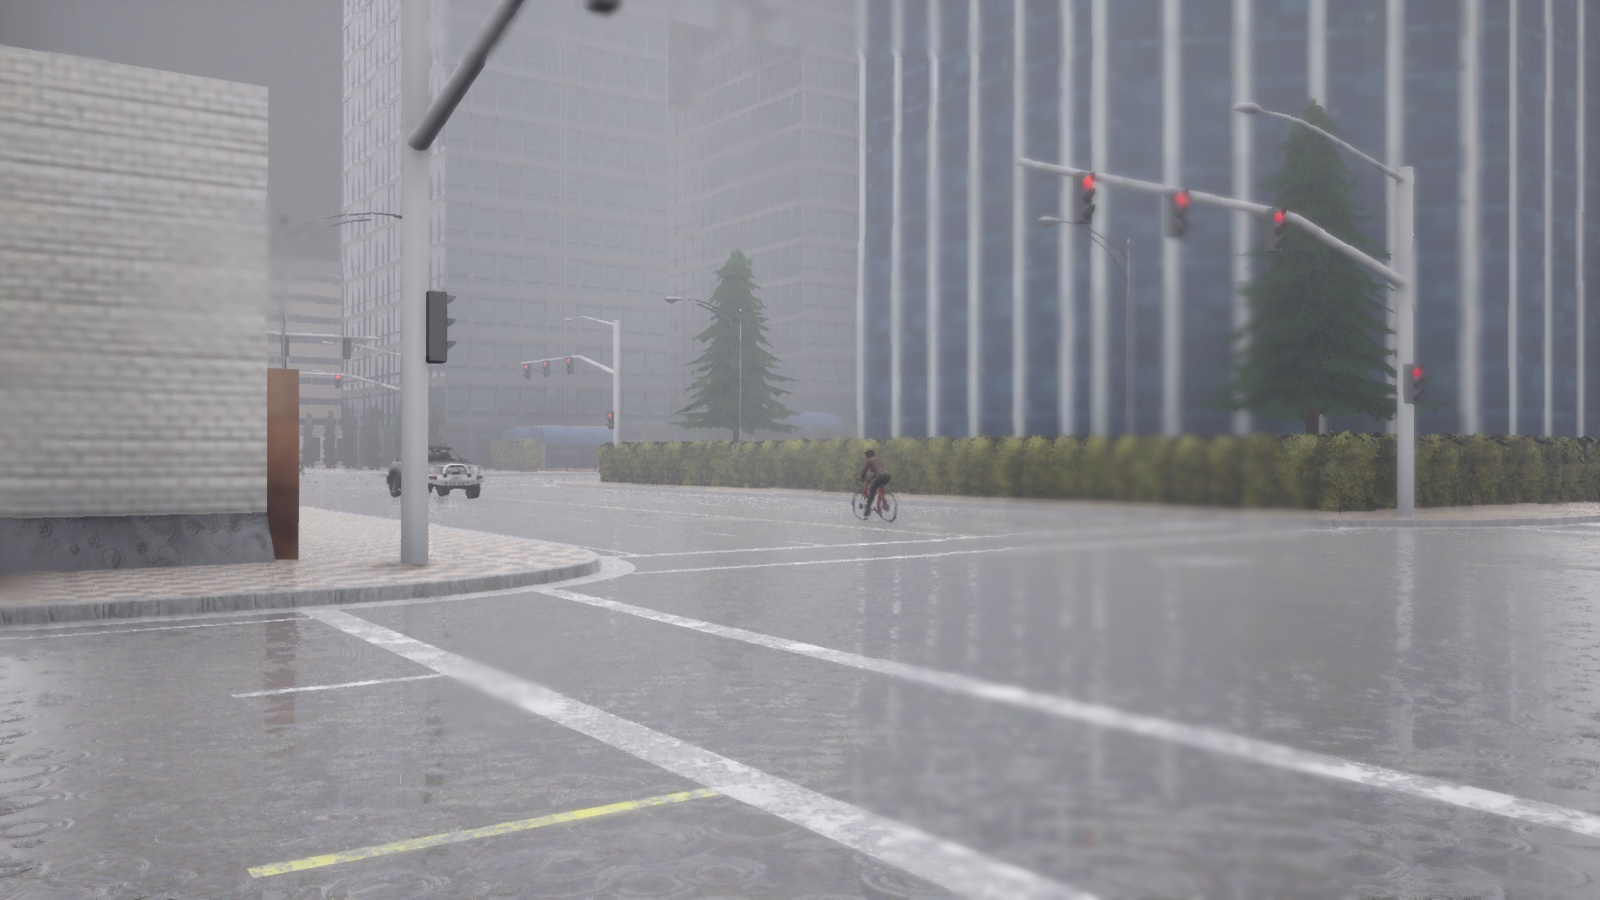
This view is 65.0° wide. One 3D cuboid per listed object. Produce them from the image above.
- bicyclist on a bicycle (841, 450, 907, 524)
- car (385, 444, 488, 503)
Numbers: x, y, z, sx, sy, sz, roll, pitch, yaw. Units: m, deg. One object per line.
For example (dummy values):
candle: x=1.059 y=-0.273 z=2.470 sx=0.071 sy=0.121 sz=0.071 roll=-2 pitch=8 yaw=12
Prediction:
bicyclist on a bicycle: x=1.654 y=0.819 z=28.410 sx=0.582 sy=1.620 sz=1.656 roll=0 pitch=0 yaw=-35
car: x=-12.271 y=0.746 z=42.201 sx=1.932 sy=1.855 sz=4.605 roll=0 pitch=0 yaw=-35
